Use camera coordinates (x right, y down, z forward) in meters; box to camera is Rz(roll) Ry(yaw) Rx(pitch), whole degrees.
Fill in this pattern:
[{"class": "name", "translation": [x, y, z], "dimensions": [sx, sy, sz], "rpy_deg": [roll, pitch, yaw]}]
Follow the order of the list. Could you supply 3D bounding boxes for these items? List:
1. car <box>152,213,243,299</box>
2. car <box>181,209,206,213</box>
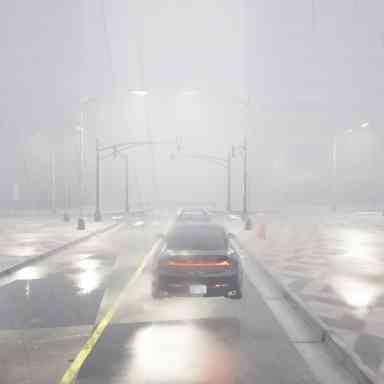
[{"class": "car", "translation": [0.100, 1.502, 8.391], "dimensions": [1.837, 1.490, 4.892], "rpy_deg": [0, 0, 0]}, {"class": "car", "translation": [0.059, 1.556, 17.294], "dimensions": [1.994, 1.385, 4.181], "rpy_deg": [0, 0, 1]}]
